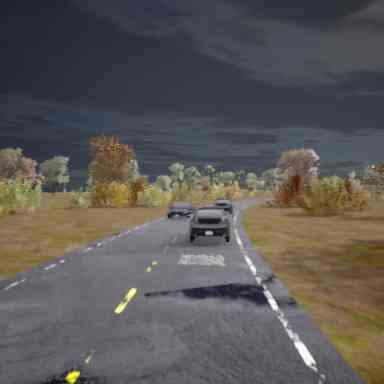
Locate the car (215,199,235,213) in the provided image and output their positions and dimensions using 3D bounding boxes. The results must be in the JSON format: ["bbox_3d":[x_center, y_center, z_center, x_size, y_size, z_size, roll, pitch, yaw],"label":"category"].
[{"bbox_3d":[3.321,1.479,34.478,1.837,1.490,4.892,0,0,10],"label":"car"}]

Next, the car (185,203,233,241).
[{"bbox_3d":[0.930,1.497,16.584,1.837,1.490,4.892,0,0,5],"label":"car"}]

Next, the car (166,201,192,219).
[{"bbox_3d":[-0.834,1.525,29.070,2.033,1.411,5.357,0,0,8],"label":"car"}]
